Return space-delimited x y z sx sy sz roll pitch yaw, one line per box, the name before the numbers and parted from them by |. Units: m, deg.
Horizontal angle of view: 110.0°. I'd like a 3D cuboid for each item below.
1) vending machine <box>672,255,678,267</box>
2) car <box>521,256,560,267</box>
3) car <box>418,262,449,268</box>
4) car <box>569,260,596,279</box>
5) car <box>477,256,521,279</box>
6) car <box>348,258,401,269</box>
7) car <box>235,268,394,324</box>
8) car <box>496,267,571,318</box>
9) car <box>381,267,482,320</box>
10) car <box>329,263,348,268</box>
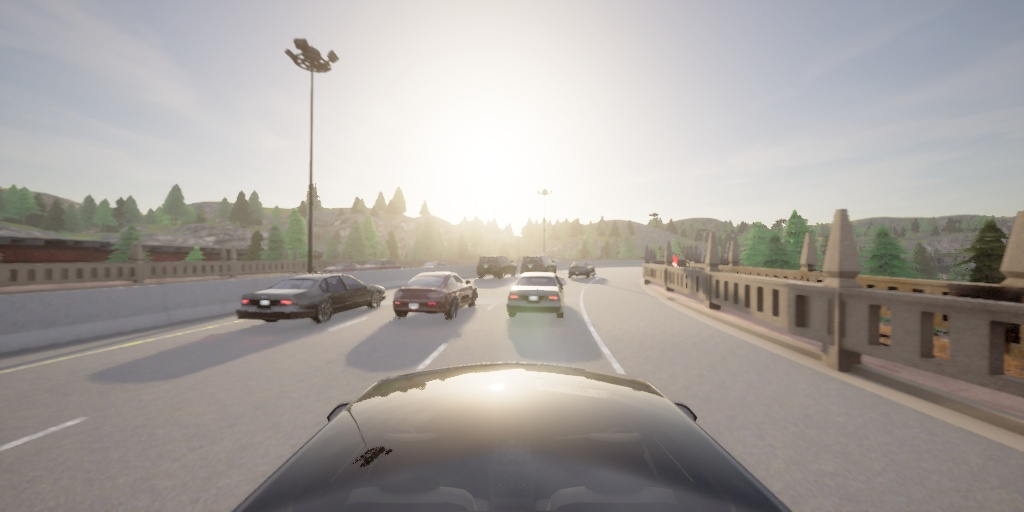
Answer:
vending machine | 14.300 0.947 31.867 1.100 2.100 0.880 0 0 24
car | 2.489 0.983 32.532 2.150 2.045 5.566 0 0 21
car | -7.770 1.291 35.414 1.812 1.442 4.674 0 0 21
car | 6.508 1.251 33.071 2.128 1.511 4.902 0 0 22
car | -1.280 0.983 32.424 2.150 2.045 5.566 0 0 20
car | -12.291 1.110 33.005 2.097 1.767 4.553 0 0 18
car | -6.195 1.281 11.932 2.033 1.411 5.357 0 0 7
car | 0.999 1.299 13.122 2.033 1.411 5.357 0 0 8
car | -2.541 1.269 12.590 1.812 1.442 4.674 0 0 7
car | -15.751 1.320 33.690 1.994 1.385 4.181 0 0 18
